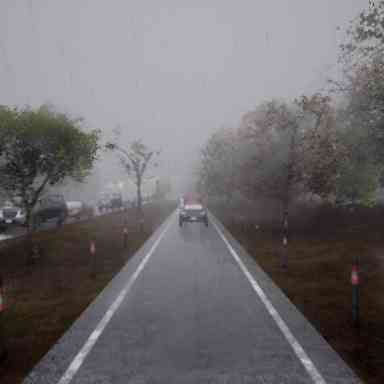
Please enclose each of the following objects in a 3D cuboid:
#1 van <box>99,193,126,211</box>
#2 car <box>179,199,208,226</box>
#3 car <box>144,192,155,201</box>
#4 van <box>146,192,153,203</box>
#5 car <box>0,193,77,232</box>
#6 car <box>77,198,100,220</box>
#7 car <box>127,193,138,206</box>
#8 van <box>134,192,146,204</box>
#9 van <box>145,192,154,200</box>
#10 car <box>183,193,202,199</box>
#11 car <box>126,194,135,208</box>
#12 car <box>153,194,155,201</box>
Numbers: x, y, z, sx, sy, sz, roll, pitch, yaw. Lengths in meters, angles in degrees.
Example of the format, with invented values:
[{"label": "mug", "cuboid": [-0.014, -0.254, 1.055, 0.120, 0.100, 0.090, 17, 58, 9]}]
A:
[{"label": "van", "cuboid": [-9.078, 1.107, 36.949, 1.878, 1.987, 4.442, 0, 0, 2]}, {"label": "car", "cuboid": [0.092, 1.434, 22.474, 1.812, 1.442, 4.674, 0, 0, 0]}, {"label": "car", "cuboid": [-10.406, 1.048, 81.383, 2.435, 2.045, 5.566, 1, -1, -9]}, {"label": "van", "cuboid": [-9.265, 1.085, 64.608, 1.878, 1.987, 4.442, 0, -1, -2]}, {"label": "car", "cuboid": [-9.048, 1.093, 19.233, 2.435, 2.045, 5.566, 0, 0, 1]}, {"label": "car", "cuboid": [-9.058, 1.370, 25.978, 2.002, 1.452, 4.674, 0, 0, 0]}, {"label": "car", "cuboid": [-9.087, 1.342, 48.145, 2.163, 1.488, 4.792, 0, -1, -2]}, {"label": "van", "cuboid": [-9.098, 1.087, 54.658, 1.878, 1.987, 4.442, 0, -1, -3]}, {"label": "van", "cuboid": [-11.118, 1.066, 86.839, 1.878, 1.987, 4.442, 1, -1, -10]}, {"label": "car", "cuboid": [0.094, 1.108, 39.853, 2.150, 2.045, 5.566, 0, 0, 0]}, {"label": "car", "cuboid": [-9.080, 1.311, 42.634, 2.231, 1.521, 4.892, 0, -1, -2]}, {"label": "car", "cuboid": [-9.881, 1.346, 75.845, 2.002, 1.452, 4.674, 1, -1, -5]}]
